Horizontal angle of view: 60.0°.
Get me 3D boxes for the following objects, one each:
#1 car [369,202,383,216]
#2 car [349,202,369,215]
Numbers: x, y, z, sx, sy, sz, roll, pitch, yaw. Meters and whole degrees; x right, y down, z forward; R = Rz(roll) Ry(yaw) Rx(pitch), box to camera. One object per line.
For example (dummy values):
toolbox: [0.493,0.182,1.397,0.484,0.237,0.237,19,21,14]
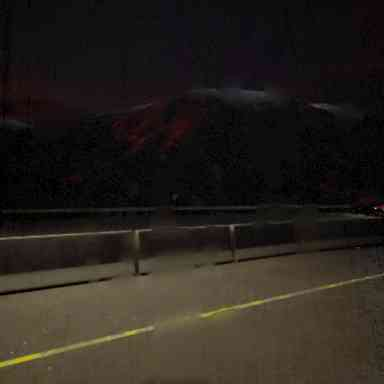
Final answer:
car: [21.413,1.682,34.981,4.553,1.767,2.097,1,0,-22]
car: [20.396,1.853,38.352,4.674,1.442,1.812,1,0,-22]
